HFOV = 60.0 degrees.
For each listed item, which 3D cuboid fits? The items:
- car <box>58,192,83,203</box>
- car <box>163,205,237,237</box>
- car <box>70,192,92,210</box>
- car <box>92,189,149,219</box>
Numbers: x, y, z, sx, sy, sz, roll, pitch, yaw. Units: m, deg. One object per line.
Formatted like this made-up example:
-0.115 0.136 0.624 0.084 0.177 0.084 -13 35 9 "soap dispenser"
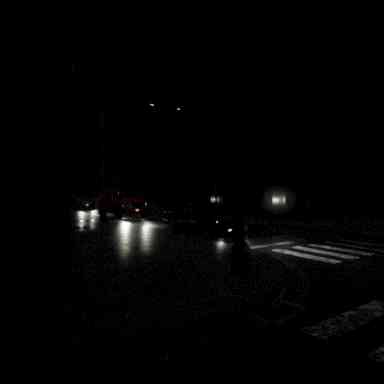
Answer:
-17.268 0.712 47.082 2.033 1.411 5.357 0 1 -35 "car"
0.458 1.376 16.842 1.895 1.301 4.718 0 1 -35 "car"
-11.355 0.930 33.602 2.128 1.511 4.902 0 1 -35 "car"
-5.343 0.834 25.073 2.150 2.045 5.566 0 1 -35 "car"
